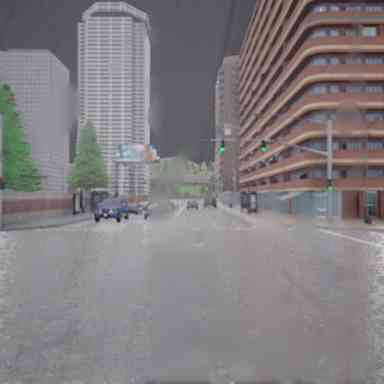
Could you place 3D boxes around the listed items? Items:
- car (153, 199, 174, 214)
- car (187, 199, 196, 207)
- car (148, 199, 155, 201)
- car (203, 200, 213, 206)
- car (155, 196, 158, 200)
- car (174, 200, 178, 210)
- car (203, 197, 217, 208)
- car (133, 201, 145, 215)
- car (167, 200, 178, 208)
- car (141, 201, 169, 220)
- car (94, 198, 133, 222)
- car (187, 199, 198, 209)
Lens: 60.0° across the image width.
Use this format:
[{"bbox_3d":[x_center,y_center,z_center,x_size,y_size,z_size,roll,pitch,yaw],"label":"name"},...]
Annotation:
[{"bbox_3d":[-3.604,2.021,42.214,1.812,1.442,4.674,0,-1,0],"label":"car"},{"bbox_3d":[-0.022,2.332,72.908,1.882,1.535,5.008,0,-1,0],"label":"car"},{"bbox_3d":[-7.106,2.110,49.805,1.812,1.442,4.674,0,-1,1],"label":"car"},{"bbox_3d":[3.478,2.433,73.096,1.895,1.301,4.718,0,-1,0],"label":"car"},{"bbox_3d":[-7.062,2.052,59.650,2.097,1.767,4.553,0,-1,0],"label":"car"},{"bbox_3d":[-3.599,2.157,51.924,2.033,1.411,5.357,0,-1,0],"label":"car"},{"bbox_3d":[3.481,1.966,63.533,2.150,2.045,5.566,0,-1,0],"label":"car"},{"bbox_3d":[-7.112,2.021,40.311,2.033,1.411,5.357,0,-1,0],"label":"car"},{"bbox_3d":[-3.540,2.251,61.879,1.812,1.442,4.674,0,-1,0],"label":"car"},{"bbox_3d":[-3.608,1.915,33.118,1.812,1.442,4.674,0,-1,0],"label":"car"},{"bbox_3d":[-7.110,1.576,30.065,2.150,2.045,5.566,0,-1,0],"label":"car"},{"bbox_3d":[0.082,2.209,56.372,2.033,1.411,5.357,0,-1,0],"label":"car"}]
